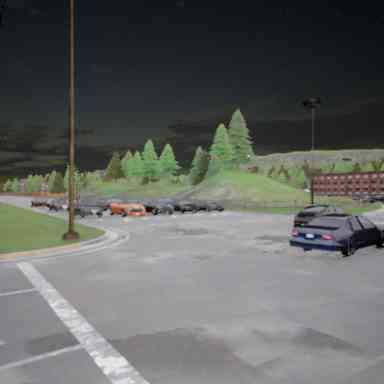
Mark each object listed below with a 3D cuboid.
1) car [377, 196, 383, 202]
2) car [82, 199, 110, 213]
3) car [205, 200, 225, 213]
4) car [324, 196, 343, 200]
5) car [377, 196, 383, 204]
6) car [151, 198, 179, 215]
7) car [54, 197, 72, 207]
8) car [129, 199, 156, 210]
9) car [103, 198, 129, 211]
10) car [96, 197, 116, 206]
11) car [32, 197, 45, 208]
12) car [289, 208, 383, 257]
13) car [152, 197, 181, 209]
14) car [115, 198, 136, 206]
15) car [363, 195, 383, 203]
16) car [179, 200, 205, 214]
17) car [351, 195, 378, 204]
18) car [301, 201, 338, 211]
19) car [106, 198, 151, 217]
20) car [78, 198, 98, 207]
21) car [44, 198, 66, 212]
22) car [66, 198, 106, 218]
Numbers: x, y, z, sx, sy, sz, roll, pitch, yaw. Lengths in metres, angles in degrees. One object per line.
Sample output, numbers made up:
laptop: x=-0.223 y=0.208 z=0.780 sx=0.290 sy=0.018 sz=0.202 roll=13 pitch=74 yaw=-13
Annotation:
car: x=43.940 y=1.615 z=74.440 sx=1.895 sy=1.301 sz=4.718 roll=0 pitch=0 yaw=-12
car: x=-11.555 y=1.636 z=39.792 sx=1.994 sy=1.385 sz=4.181 roll=0 pitch=0 yaw=-34
car: x=1.900 y=1.626 z=38.619 sx=1.994 sy=1.385 sz=4.181 roll=0 pitch=0 yaw=-34
car: x=32.548 y=1.580 z=76.505 sx=1.882 sy=1.535 sz=5.008 roll=0 pitch=0 yaw=-19
car: x=37.920 y=1.578 z=63.230 sx=1.837 sy=1.490 sz=4.892 roll=0 pitch=0 yaw=2
car: x=-3.663 y=1.410 z=34.339 sx=2.097 sy=1.767 sz=4.553 roll=0 pitch=0 yaw=-34
car: x=-20.892 y=1.626 z=53.706 sx=1.812 sy=1.442 sz=4.674 roll=0 pitch=0 yaw=-34
car: x=-6.824 y=1.642 z=45.306 sx=1.994 sy=1.385 sz=4.181 roll=0 pitch=0 yaw=-34
car: x=-10.168 y=1.604 z=43.985 sx=1.812 sy=1.442 sz=4.674 roll=0 pitch=0 yaw=-34
car: x=-14.837 y=1.666 z=57.259 sx=1.994 sy=1.385 sz=4.181 roll=0 pitch=0 yaw=-34
car: x=-23.323 y=1.575 z=51.041 sx=1.882 sy=1.535 sz=5.008 roll=0 pitch=0 yaw=-34
car: x=5.976 y=1.565 z=13.148 sx=5.357 sy=1.411 sz=2.033 roll=0 pitch=0 yaw=-41
car: x=-3.626 y=1.556 z=46.830 sx=1.882 sy=1.535 sz=5.008 roll=0 pitch=0 yaw=-34
car: x=-11.897 y=1.705 z=59.198 sx=1.895 sy=1.301 sz=4.718 roll=0 pitch=0 yaw=-34
car: x=40.506 y=1.530 z=73.768 sx=1.837 sy=1.490 sz=4.892 roll=0 pitch=0 yaw=-12
car: x=-1.257 y=1.609 z=37.033 sx=2.033 sy=1.411 sz=5.357 roll=0 pitch=0 yaw=-34
car: x=34.395 y=1.586 z=66.342 sx=1.837 sy=1.490 sz=4.892 roll=0 pitch=0 yaw=-5
car: x=7.825 y=1.532 z=19.564 sx=4.892 sy=1.490 sz=1.837 roll=0 pitch=0 yaw=-43
car: x=-6.174 y=1.408 z=31.802 sx=2.097 sy=1.767 sz=4.553 roll=0 pitch=0 yaw=-34
car: x=-16.920 y=1.662 z=54.051 sx=1.994 sy=1.385 sz=4.181 roll=0 pitch=0 yaw=-34
car: x=-15.688 y=1.565 z=39.655 sx=2.128 sy=1.511 sz=4.902 roll=0 pitch=0 yaw=-34
car: x=-9.789 y=1.548 z=30.900 sx=2.128 sy=1.511 sz=4.902 roll=0 pitch=0 yaw=-34
